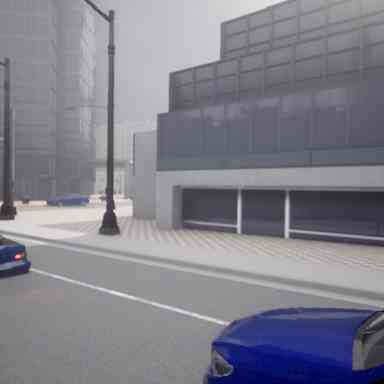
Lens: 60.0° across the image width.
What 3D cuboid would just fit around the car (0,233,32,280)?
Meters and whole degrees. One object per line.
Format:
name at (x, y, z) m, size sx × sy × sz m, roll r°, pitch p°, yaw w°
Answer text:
car at (-6.267, 1.443, 8.535) m, size 5.357 × 1.411 × 2.033 m, roll 1°, pitch 1°, yaw 36°

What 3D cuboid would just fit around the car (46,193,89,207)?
car at (-14.406, 0.929, 38.781) m, size 1.882 × 1.535 × 5.008 m, roll 1°, pitch 1°, yaw 37°

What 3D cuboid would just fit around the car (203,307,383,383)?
car at (2.278, 1.522, 2.354) m, size 4.674 × 1.442 × 1.812 m, roll 0°, pitch 0°, yaw 36°
